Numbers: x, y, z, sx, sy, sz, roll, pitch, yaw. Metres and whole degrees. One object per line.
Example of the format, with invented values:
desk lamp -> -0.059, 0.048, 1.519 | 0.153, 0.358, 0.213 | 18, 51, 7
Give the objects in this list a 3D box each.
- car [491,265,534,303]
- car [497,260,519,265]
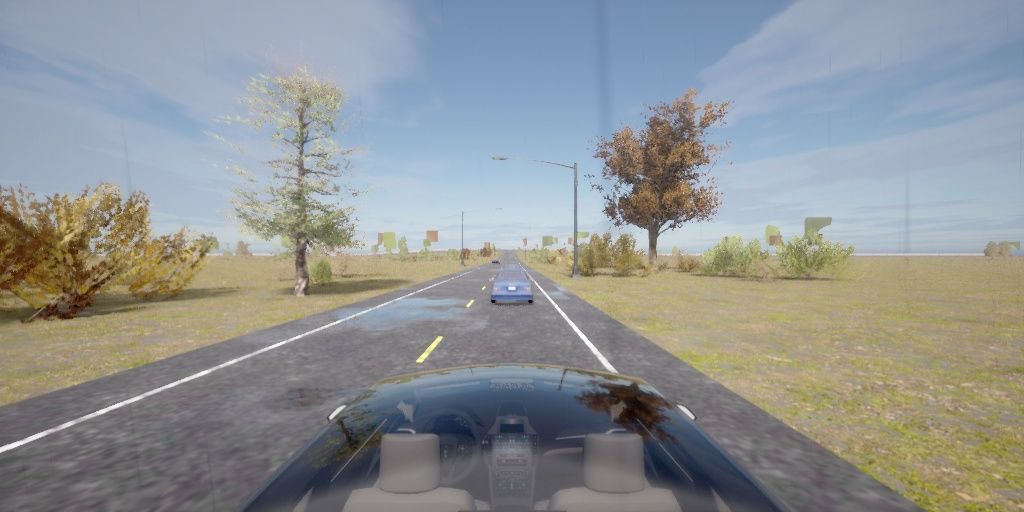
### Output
car -> 0.000, 1.310, 16.500 | 2.033, 1.411, 5.357 | 0, 0, 0
car -> 0.000, 1.305, 31.500 | 2.033, 1.411, 5.357 | 0, 0, 0
